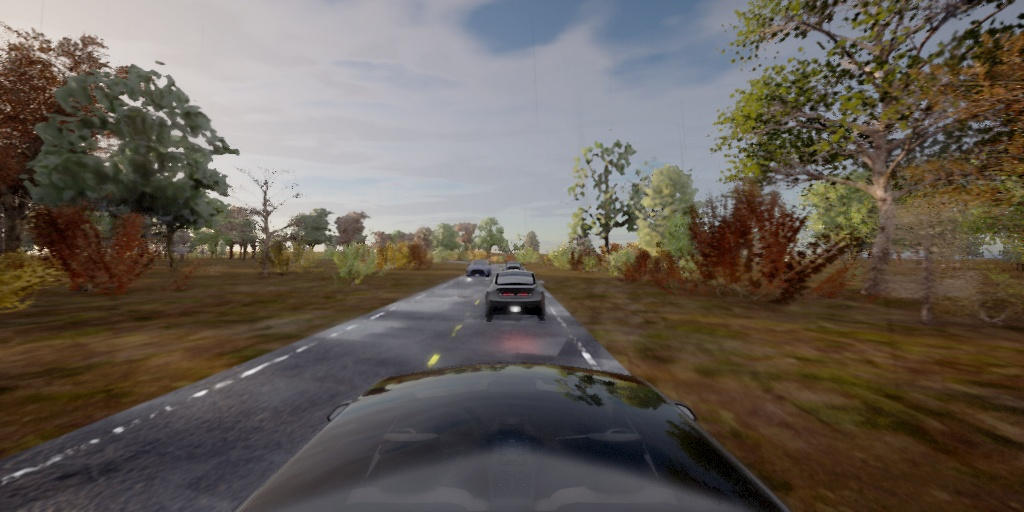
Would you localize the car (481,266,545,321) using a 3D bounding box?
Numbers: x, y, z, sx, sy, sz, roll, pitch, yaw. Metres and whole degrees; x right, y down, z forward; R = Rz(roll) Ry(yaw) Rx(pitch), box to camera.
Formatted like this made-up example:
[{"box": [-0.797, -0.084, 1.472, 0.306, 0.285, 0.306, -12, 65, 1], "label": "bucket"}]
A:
[{"box": [0.100, 1.258, 12.557, 1.837, 1.490, 4.892, 0, 0, 0], "label": "car"}]

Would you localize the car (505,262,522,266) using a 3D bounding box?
[{"box": [0.101, 1.263, 30.655, 1.837, 1.490, 4.892, 0, 0, 0], "label": "car"}]

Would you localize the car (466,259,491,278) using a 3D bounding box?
[{"box": [-3.036, 1.110, 33.990, 2.097, 1.767, 4.553, 0, 0, 0], "label": "car"}]
